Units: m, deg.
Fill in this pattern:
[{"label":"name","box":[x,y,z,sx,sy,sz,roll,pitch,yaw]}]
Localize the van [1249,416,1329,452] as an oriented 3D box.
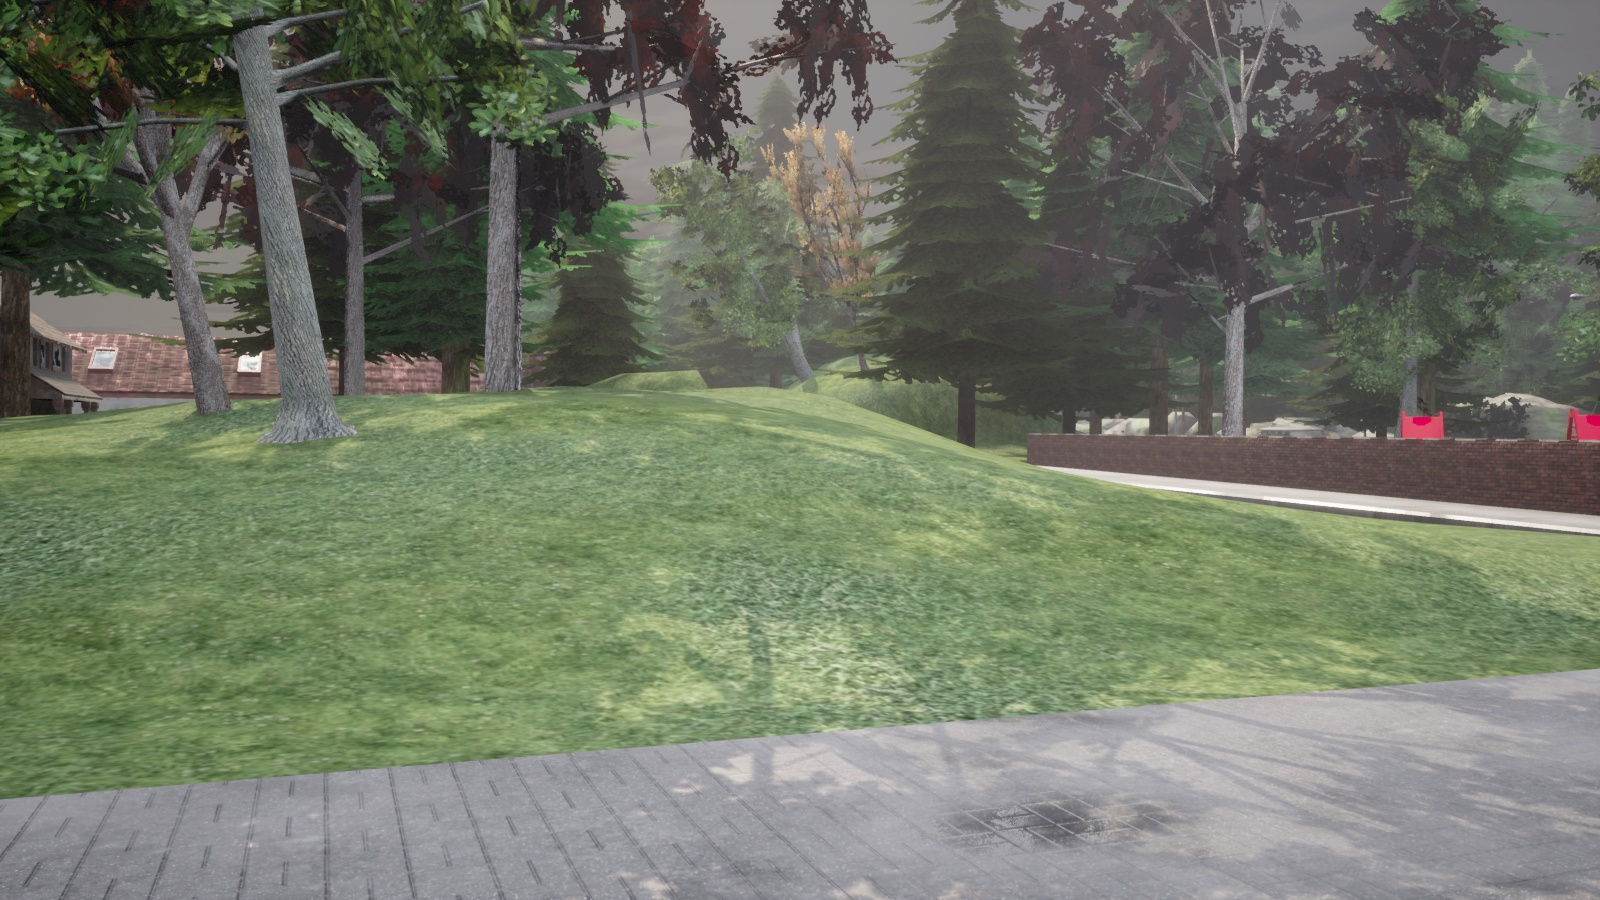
[{"label":"van","box":[28.249,-0.938,72.693,1.775,1.987,4.442,-1,1,-21]}]
